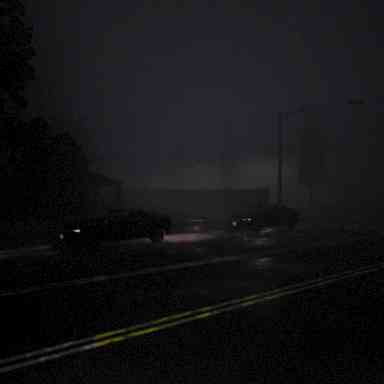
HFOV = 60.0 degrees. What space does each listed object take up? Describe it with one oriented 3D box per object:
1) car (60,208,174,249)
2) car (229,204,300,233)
[{"bbox_3d":[-3.135,1.491,14.562,4.902,1.511,2.128,0,0,-35],"label":"car"},{"bbox_3d":[4.373,1.491,19.918,4.902,1.511,2.128,0,0,-35],"label":"car"}]
